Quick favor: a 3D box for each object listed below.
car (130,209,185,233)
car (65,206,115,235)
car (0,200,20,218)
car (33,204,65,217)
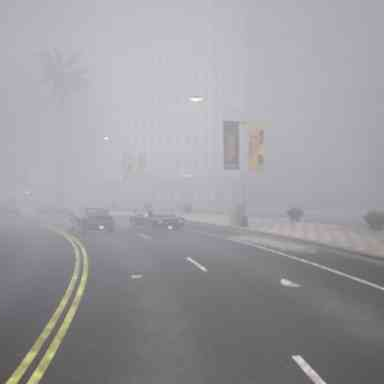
[{"bbox_3d":[-2.301,1.706,20.588,1.895,1.301,4.718,0,0,-29],"label":"car"},{"bbox_3d":[-6.063,1.637,19.975,1.837,1.490,4.892,0,0,-30],"label":"car"},{"bbox_3d":[-19.424,1.636,33.471,4.553,1.767,2.097,-1,0,32],"label":"car"},{"bbox_3d":[-14.419,1.853,34.385,4.718,1.301,1.895,-1,0,37],"label":"car"}]
